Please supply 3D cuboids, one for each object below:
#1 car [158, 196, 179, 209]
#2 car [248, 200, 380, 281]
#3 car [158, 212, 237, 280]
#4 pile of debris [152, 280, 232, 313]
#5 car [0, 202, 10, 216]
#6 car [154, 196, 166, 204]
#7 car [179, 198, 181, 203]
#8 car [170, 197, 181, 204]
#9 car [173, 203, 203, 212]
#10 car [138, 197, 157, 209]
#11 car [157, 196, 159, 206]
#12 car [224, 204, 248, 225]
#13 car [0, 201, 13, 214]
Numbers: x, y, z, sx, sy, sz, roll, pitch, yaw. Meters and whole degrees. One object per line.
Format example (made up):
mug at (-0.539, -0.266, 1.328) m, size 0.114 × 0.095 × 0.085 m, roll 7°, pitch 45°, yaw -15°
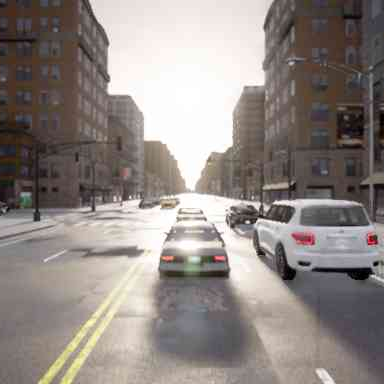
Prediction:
car at (-3.372, 1.592, 48.347) m, size 1.882 × 1.535 × 5.008 m, roll 0°, pitch 0°, yaw 0°
car at (3.346, 1.244, 10.096) m, size 2.150 × 2.045 × 5.566 m, roll 0°, pitch 0°, yaw 0°
car at (0.060, 1.573, 10.021) m, size 2.033 × 1.411 × 5.357 m, roll 0°, pitch 0°, yaw 0°
pile of debris at (-0.003, 2.193, 7.120) m, size 1.500 × 0.140 × 1.860 m, roll 0°, pitch 0°, yaw 0°
car at (-19.728, 1.560, 30.700) m, size 4.902 × 1.511 × 2.128 m, roll 0°, pitch 0°, yaw 0°
car at (-6.536, 1.651, 68.179) m, size 2.128 × 1.511 × 4.902 m, roll 0°, pitch 0°, yaw 0°
car at (-3.362, 1.697, 57.299) m, size 1.994 × 1.385 × 4.181 m, roll 0°, pitch 0°, yaw 0°
car at (-3.285, 1.702, 67.850) m, size 2.033 × 1.411 × 5.357 m, roll 0°, pitch 0°, yaw 0°
car at (-0.151, 1.655, 22.133) m, size 1.895 × 1.301 × 4.718 m, roll 0°, pitch 0°, yaw -3°
car at (-6.621, 1.620, 48.581) m, size 1.837 × 1.490 × 4.892 m, roll 0°, pitch 0°, yaw 0°
car at (-6.606, 1.613, 58.066) m, size 1.882 × 1.535 × 5.008 m, roll 0°, pitch 0°, yaw 0°
car at (3.347, 1.559, 22.401) m, size 1.837 × 1.490 × 4.892 m, roll 0°, pitch 0°, yaw 0°
car at (-22.143, 1.668, 36.198) m, size 4.313 × 1.339 × 1.947 m, roll 0°, pitch 0°, yaw 0°
